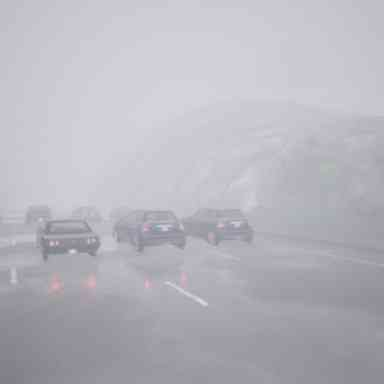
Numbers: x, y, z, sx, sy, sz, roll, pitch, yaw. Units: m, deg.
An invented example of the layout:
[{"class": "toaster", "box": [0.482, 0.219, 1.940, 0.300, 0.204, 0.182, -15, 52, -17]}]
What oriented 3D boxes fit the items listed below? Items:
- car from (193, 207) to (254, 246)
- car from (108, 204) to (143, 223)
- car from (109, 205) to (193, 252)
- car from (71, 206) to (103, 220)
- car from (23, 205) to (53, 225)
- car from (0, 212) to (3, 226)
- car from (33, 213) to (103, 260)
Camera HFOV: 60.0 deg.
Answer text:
[{"class": "car", "box": [1.021, 1.535, 16.703, 2.097, 1.767, 4.553, 0, -1, -28]}, {"class": "car", "box": [-6.097, 1.884, 29.957, 1.994, 1.385, 4.181, 0, -1, -28]}, {"class": "car", "box": [-2.062, 1.514, 15.046, 2.097, 1.767, 4.553, 0, -1, -28]}, {"class": "car", "box": [-8.736, 1.837, 27.449, 2.033, 1.411, 5.357, 0, -1, -28]}, {"class": "car", "box": [-12.278, 1.784, 26.671, 1.837, 1.490, 4.892, 0, 0, -28]}, {"class": "car", "box": [-15.246, 1.855, 24.791, 1.895, 1.301, 4.718, 0, -1, -28]}, {"class": "car", "box": [-5.066, 1.741, 13.231, 1.895, 1.301, 4.718, 0, -1, -28]}]
